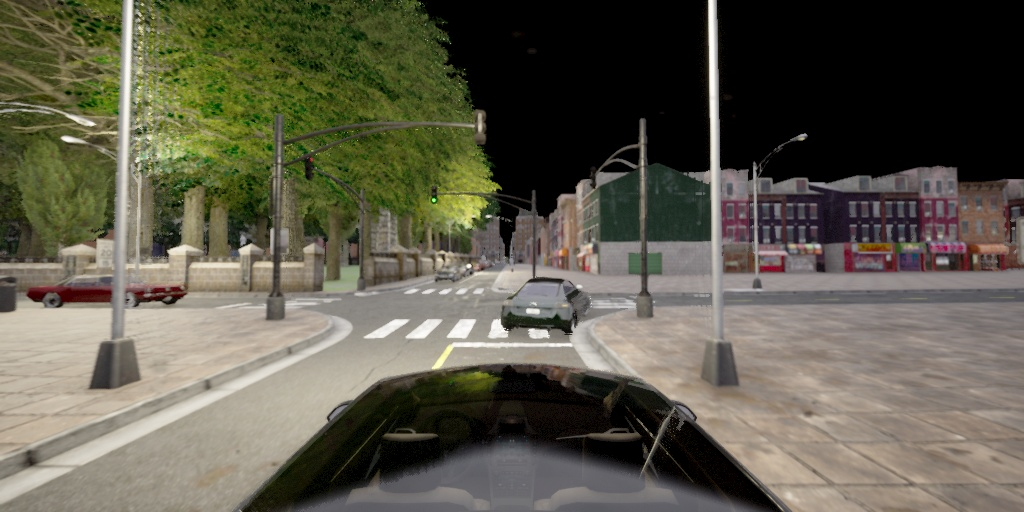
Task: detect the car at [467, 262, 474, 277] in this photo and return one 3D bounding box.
[{"bbox_3d":[-5.541,1.555,38.068,2.007,1.370,4.403,0,0,0],"label":"car"}]

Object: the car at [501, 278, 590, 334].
[{"bbox_3d":[1.158,1.347,11.000,1.994,1.385,4.181,0,1,18],"label":"car"}]

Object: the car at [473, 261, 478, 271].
[{"bbox_3d":[-5.582,1.613,43.517,1.948,1.339,4.313,0,0,0],"label":"car"}]

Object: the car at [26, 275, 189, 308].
[{"bbox_3d":[-16.130,1.414,14.517,4.718,1.301,1.895,0,-2,0],"label":"car"}]

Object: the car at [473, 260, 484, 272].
[{"bbox_3d":[-5.664,1.723,54.416,1.802,1.307,4.207,0,0,0],"label":"car"}]

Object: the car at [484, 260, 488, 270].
[{"bbox_3d":[-5.705,1.506,59.866,2.192,1.841,5.009,0,0,0],"label":"car"}]

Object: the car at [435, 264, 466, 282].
[{"bbox_3d":[-5.515,1.501,30.932,2.007,1.370,4.403,0,0,0],"label":"car"}]
